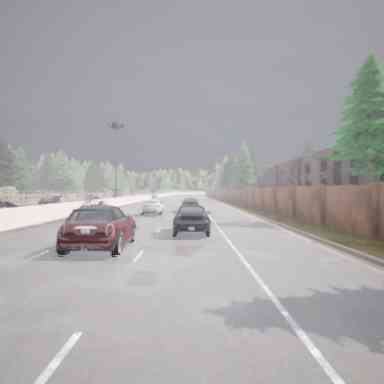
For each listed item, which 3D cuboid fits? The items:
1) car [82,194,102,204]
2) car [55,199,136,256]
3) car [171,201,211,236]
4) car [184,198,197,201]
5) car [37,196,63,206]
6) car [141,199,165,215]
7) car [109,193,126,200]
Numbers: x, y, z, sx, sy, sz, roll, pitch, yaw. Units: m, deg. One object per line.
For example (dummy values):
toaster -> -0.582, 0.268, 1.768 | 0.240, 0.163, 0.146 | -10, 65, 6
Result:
car -> -17.944, 1.233, 59.958 | 2.128, 1.511, 4.902 | 0, 0, 0
car -> -3.487, 1.294, 12.938 | 2.097, 1.767, 4.553 | 0, 0, -1
car -> -0.029, 1.435, 17.812 | 1.837, 1.490, 4.892 | 0, 0, 0
car -> -0.169, 1.365, 35.838 | 1.837, 1.490, 4.892 | 0, 0, 0
car -> -21.402, 1.285, 50.295 | 1.812, 1.442, 4.674 | 0, 0, 0
car -> -3.647, 1.394, 31.764 | 1.812, 1.442, 4.674 | 0, 0, -1
car -> -14.481, 0.872, 64.986 | 2.033, 1.411, 5.357 | 0, 0, 0
